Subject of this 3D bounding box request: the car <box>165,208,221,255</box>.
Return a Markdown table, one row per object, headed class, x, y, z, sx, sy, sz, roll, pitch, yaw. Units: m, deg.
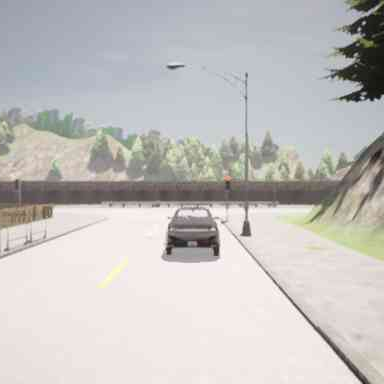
| class | x | y | z | sx | sy | sz | roll | pitch | yaw |
| --- | --- | --- | --- | --- | --- | --- | --- | --- | --- |
| car | 0.039 | 1.359 | 12.615 | 2.128 | 1.511 | 4.902 | 0 | 0 | 1 |
